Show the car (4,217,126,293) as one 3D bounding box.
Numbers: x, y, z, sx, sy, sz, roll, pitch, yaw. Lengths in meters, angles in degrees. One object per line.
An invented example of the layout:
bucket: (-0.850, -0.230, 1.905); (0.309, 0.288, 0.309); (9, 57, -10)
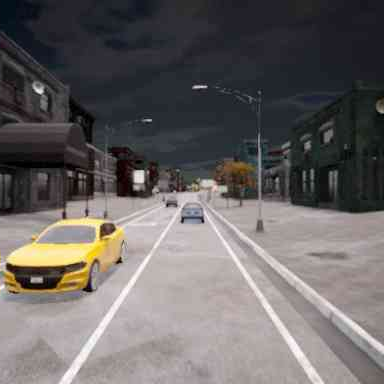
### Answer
car: (-3.116, 1.504, 9.161); (1.882, 1.535, 5.008); (0, 0, 0)

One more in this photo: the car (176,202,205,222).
car: (0.056, 1.594, 26.800); (2.033, 1.411, 5.357); (0, 0, 0)

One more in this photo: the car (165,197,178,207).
car: (-3.156, 1.560, 52.714); (2.033, 1.411, 5.357); (0, 0, 0)
